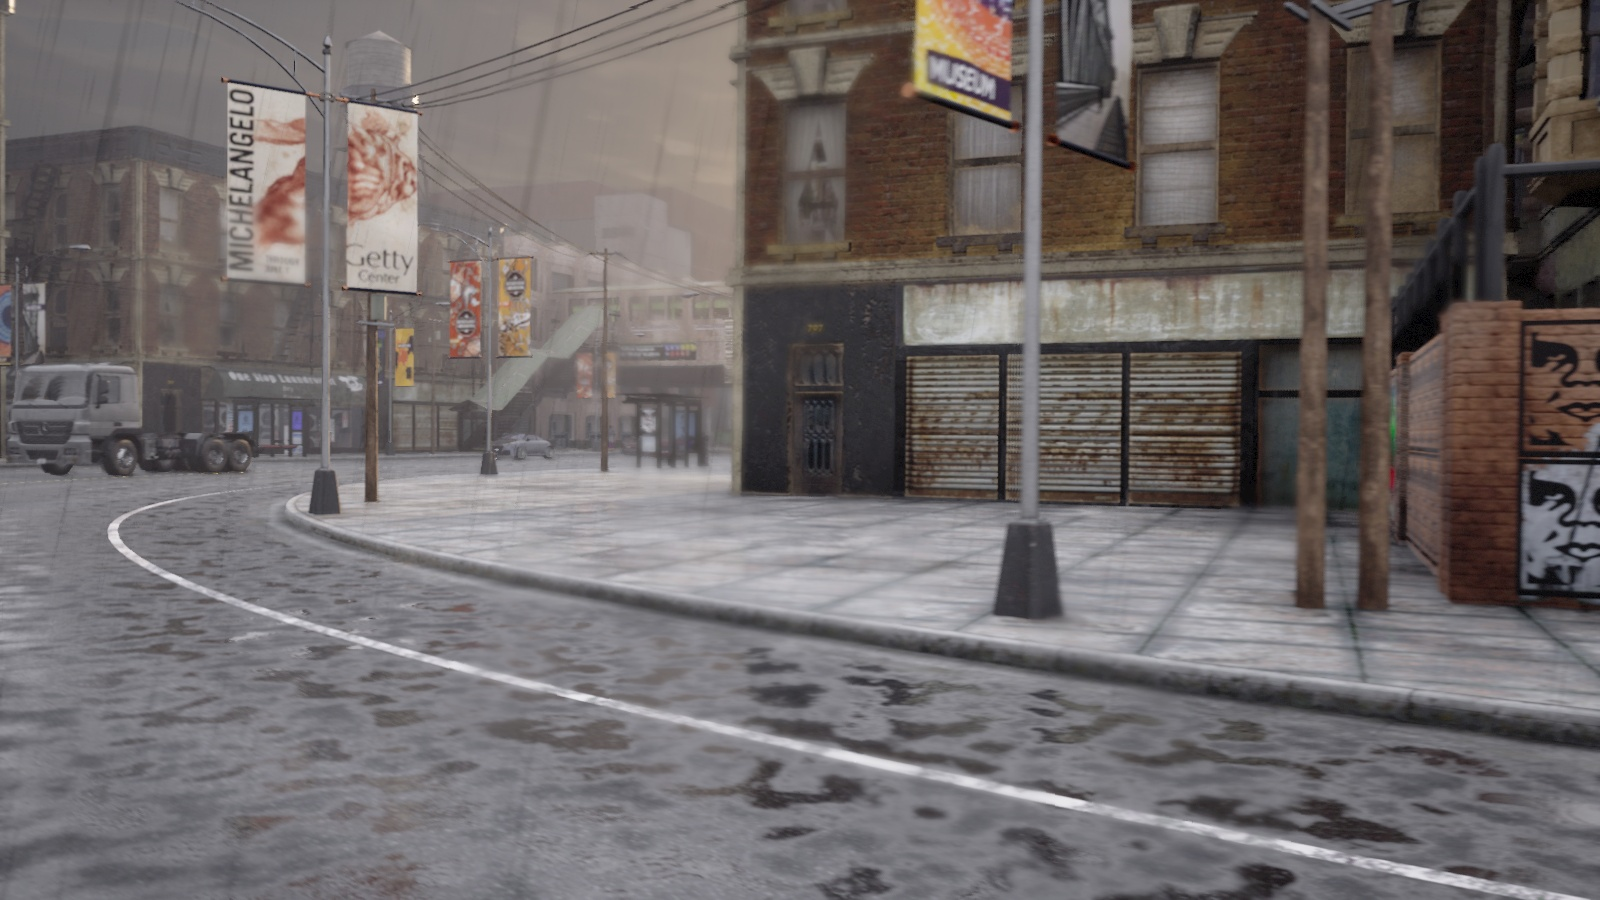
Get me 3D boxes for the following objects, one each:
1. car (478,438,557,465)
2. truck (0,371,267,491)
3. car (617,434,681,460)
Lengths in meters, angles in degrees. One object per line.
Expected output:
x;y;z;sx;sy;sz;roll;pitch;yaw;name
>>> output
-14.874;0.065;66.318;1.994;1.385;4.181;0;1;23;car
-21.115;-0.593;40.477;2.891;3.462;7.936;0;1;16;truck
-9.350;-0.215;77.749;1.789;1.549;3.705;0;1;39;car
